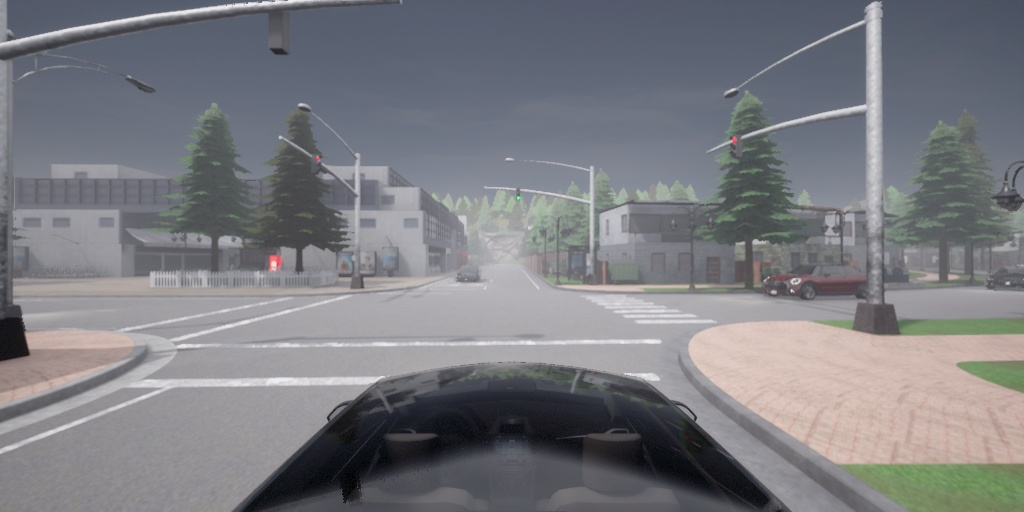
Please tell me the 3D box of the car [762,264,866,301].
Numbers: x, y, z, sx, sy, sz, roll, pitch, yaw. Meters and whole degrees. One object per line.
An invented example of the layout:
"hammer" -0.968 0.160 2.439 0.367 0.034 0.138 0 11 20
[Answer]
"car" 14.873 1.172 17.632 4.553 1.767 2.097 0 0 -8

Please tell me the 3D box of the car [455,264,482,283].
"car" -3.523 1.482 29.881 1.837 1.490 4.892 0 1 0

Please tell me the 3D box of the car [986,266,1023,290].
"car" 31.269 1.348 22.021 4.892 1.490 1.837 0 0 -24
